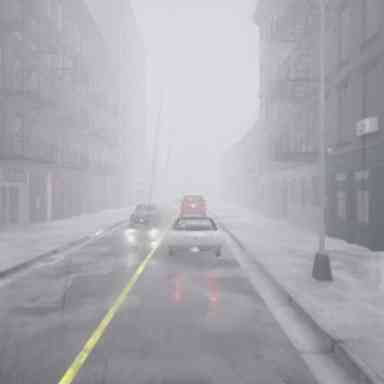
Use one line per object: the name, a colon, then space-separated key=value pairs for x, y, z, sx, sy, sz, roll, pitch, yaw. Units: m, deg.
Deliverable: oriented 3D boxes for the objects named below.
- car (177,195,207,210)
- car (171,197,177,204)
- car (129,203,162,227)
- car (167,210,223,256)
car: x=0.098 y=1.247 z=29.358 sx=2.150 sy=2.045 sz=5.566 roll=0 pitch=0 yaw=0
car: x=-3.010 y=1.603 z=64.289 sx=2.033 sy=1.411 sz=5.357 roll=0 pitch=0 yaw=0
car: x=-3.100 y=1.526 z=22.924 sx=1.837 sy=1.490 sz=4.892 roll=0 pitch=0 yaw=0
car: x=0.099 y=1.614 z=13.206 sx=1.895 sy=1.301 sz=4.718 roll=0 pitch=0 yaw=0
